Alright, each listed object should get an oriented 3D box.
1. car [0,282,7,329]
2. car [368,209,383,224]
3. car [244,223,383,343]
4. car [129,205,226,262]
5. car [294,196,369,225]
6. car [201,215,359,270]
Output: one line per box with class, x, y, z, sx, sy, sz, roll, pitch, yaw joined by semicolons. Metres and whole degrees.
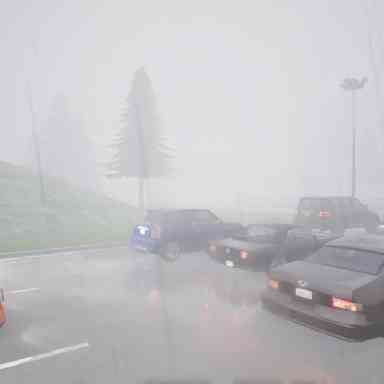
car;-5.077;1.352;4.425;4.553;1.767;2.097;0;0;-36
car;10.631;1.547;15.574;5.357;1.411;2.033;0;0;-38
car;3.699;1.547;6.382;5.357;1.411;2.033;0;0;-35
car;0.058;1.352;12.379;4.553;1.767;2.097;0;0;-36
car;7.854;1.221;17.934;5.566;2.045;2.150;0;0;-35
car;2.799;1.601;10.036;4.718;1.301;1.895;0;0;-35
